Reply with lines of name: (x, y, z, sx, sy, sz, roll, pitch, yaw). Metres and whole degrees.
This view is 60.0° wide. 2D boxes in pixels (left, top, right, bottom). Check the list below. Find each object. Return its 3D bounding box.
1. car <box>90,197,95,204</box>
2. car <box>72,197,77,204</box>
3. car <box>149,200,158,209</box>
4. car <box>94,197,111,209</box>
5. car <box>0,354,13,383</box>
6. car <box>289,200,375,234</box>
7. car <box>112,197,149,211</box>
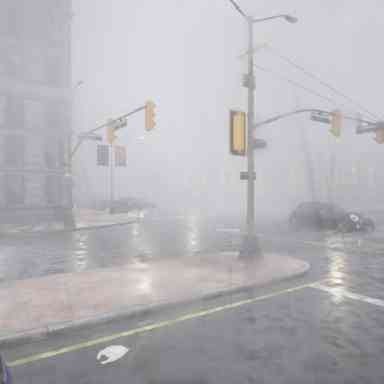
car: (-16.595, 1.600, 59.336, 1.895, 1.301, 4.718, 0, 0, -35)
car: (-23.270, 1.601, 62.774, 1.895, 1.301, 4.718, 0, 0, -35)
car: (-6.714, 1.547, 45.370, 2.033, 1.411, 5.357, 0, 0, -36)
car: (-11.585, 1.525, 46.328, 1.812, 1.442, 4.674, 0, 0, -36)
car: (-3.724, 1.222, 1.095, 5.566, 2.045, 2.150, 0, 0, -35)
car: (7.978, 1.352, 19.261, 2.097, 1.767, 4.553, 0, 0, -36)
car: (-7.636, 1.352, 40.677, 2.097, 1.767, 4.553, 0, 0, -36)
